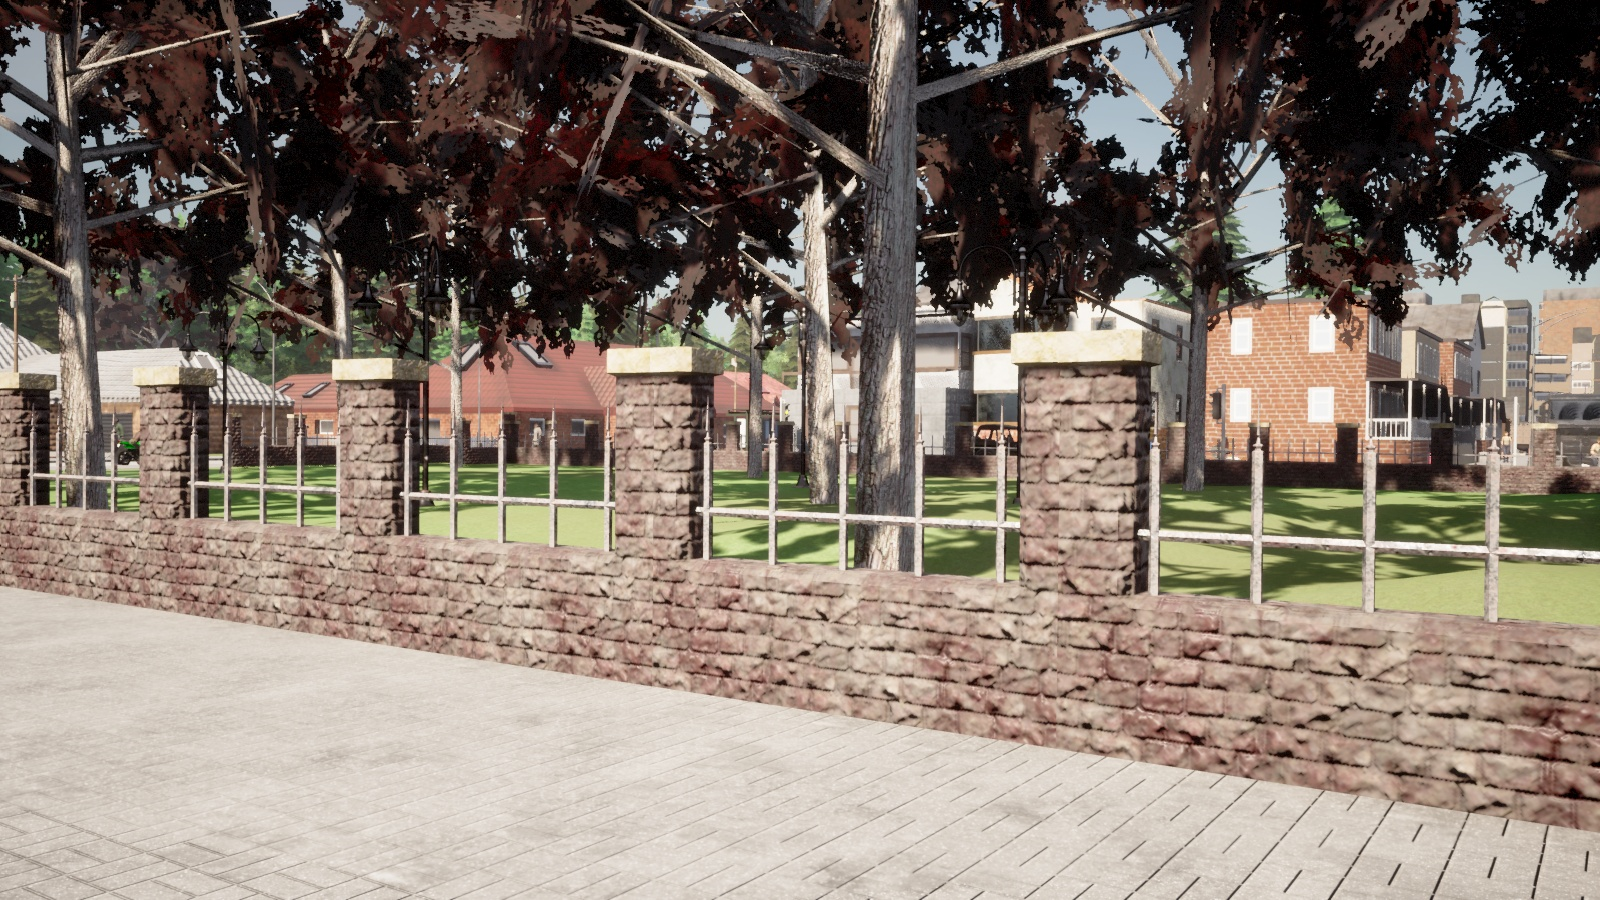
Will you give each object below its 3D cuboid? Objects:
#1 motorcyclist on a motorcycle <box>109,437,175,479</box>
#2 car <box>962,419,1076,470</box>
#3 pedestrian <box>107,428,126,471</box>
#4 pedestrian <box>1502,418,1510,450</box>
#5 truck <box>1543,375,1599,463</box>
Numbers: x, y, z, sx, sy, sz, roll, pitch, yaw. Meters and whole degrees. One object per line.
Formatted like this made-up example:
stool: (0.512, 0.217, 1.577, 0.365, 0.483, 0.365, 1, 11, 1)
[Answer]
motorcyclist on a motorcycle: (-24.805, 0.291, 47.363, 0.797, 1.523, 2.044, 0, 1, 32)
car: (8.383, -0.206, 48.138, 3.866, 1.878, 1.905, 0, 1, 32)
pedestrian: (-29.813, -0.037, 54.766, 0.353, 1.847, 0.614, 0, 1, 38)
pedestrian: (41.177, -0.932, 73.235, 0.345, 1.836, 0.594, 0, 1, 32)
truck: (33.156, -1.272, 52.800, 2.891, 3.462, 7.936, 0, 1, 34)
